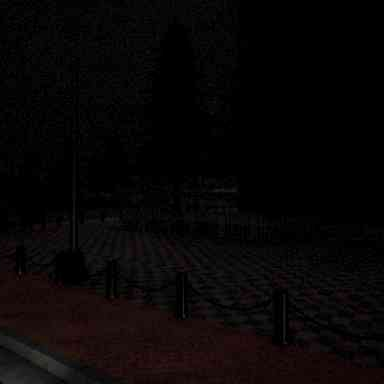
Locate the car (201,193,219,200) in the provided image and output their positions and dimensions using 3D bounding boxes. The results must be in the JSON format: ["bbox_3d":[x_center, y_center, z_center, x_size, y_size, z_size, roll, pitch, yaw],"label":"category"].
[{"bbox_3d":[5.195,1.380,91.438,3.806,1.475,1.970,0,0,35],"label":"car"}]

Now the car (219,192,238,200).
[{"bbox_3d":[9.553,1.370,84.733,3.633,1.501,1.845,0,0,35],"label":"car"}]
